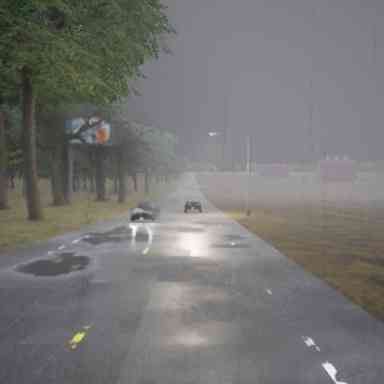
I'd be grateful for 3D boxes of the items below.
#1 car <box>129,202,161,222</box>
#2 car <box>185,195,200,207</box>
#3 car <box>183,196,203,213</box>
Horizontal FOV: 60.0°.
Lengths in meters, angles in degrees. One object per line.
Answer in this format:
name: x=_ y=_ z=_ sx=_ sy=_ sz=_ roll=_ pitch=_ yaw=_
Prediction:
car: x=-3.547 y=1.487 z=26.155 sx=2.033 sy=1.411 sz=5.357 roll=0 pitch=0 yaw=1
car: x=0.111 y=1.293 z=49.050 sx=2.128 sy=1.511 sz=4.902 roll=0 pitch=1 yaw=0
car: x=0.107 y=1.390 z=36.081 sx=1.837 sy=1.490 sz=4.892 roll=0 pitch=0 yaw=0
